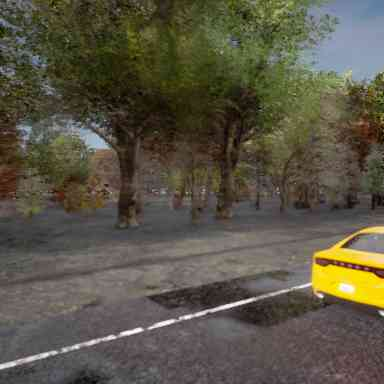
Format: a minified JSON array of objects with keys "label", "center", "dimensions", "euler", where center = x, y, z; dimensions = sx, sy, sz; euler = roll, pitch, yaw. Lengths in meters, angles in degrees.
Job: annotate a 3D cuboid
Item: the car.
[{"label":"car","center":[4.629,1.468,7.051],"dimensions":[5.008,1.535,1.882],"euler":[0,0,-35]}]
